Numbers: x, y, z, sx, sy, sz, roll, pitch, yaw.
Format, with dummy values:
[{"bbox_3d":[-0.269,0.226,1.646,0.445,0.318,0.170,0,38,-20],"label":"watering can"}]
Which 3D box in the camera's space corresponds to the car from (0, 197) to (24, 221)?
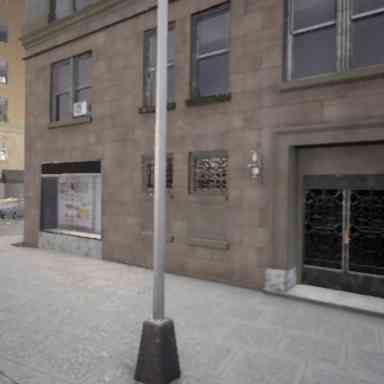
[{"bbox_3d":[-10.981,1.155,22.613,1.994,1.385,4.181,1,1,35],"label":"car"}]
